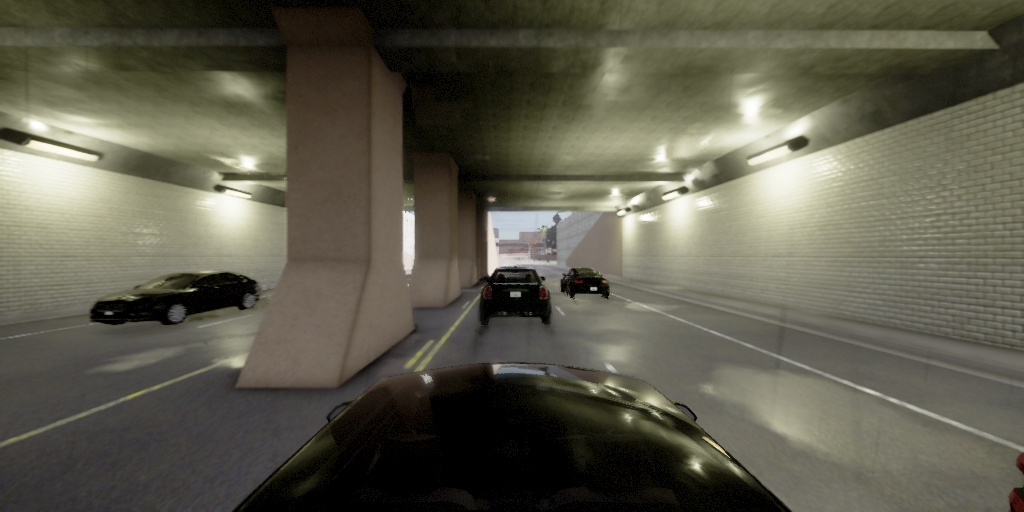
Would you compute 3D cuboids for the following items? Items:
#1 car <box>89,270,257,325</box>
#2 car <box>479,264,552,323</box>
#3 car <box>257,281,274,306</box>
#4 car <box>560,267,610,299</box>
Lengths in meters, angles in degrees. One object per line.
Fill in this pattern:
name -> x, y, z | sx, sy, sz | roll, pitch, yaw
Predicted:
car -> -10.601, 1.256, 11.854 | 1.837, 1.490, 4.892 | 0, 0, 0
car -> 0.099, 1.102, 12.190 | 2.097, 1.767, 4.553 | 0, 0, 0
car -> -7.101, 1.277, 13.695 | 1.812, 1.442, 4.674 | 0, 0, 0
car -> 3.585, 1.276, 18.068 | 1.812, 1.442, 4.674 | 0, 0, 0
